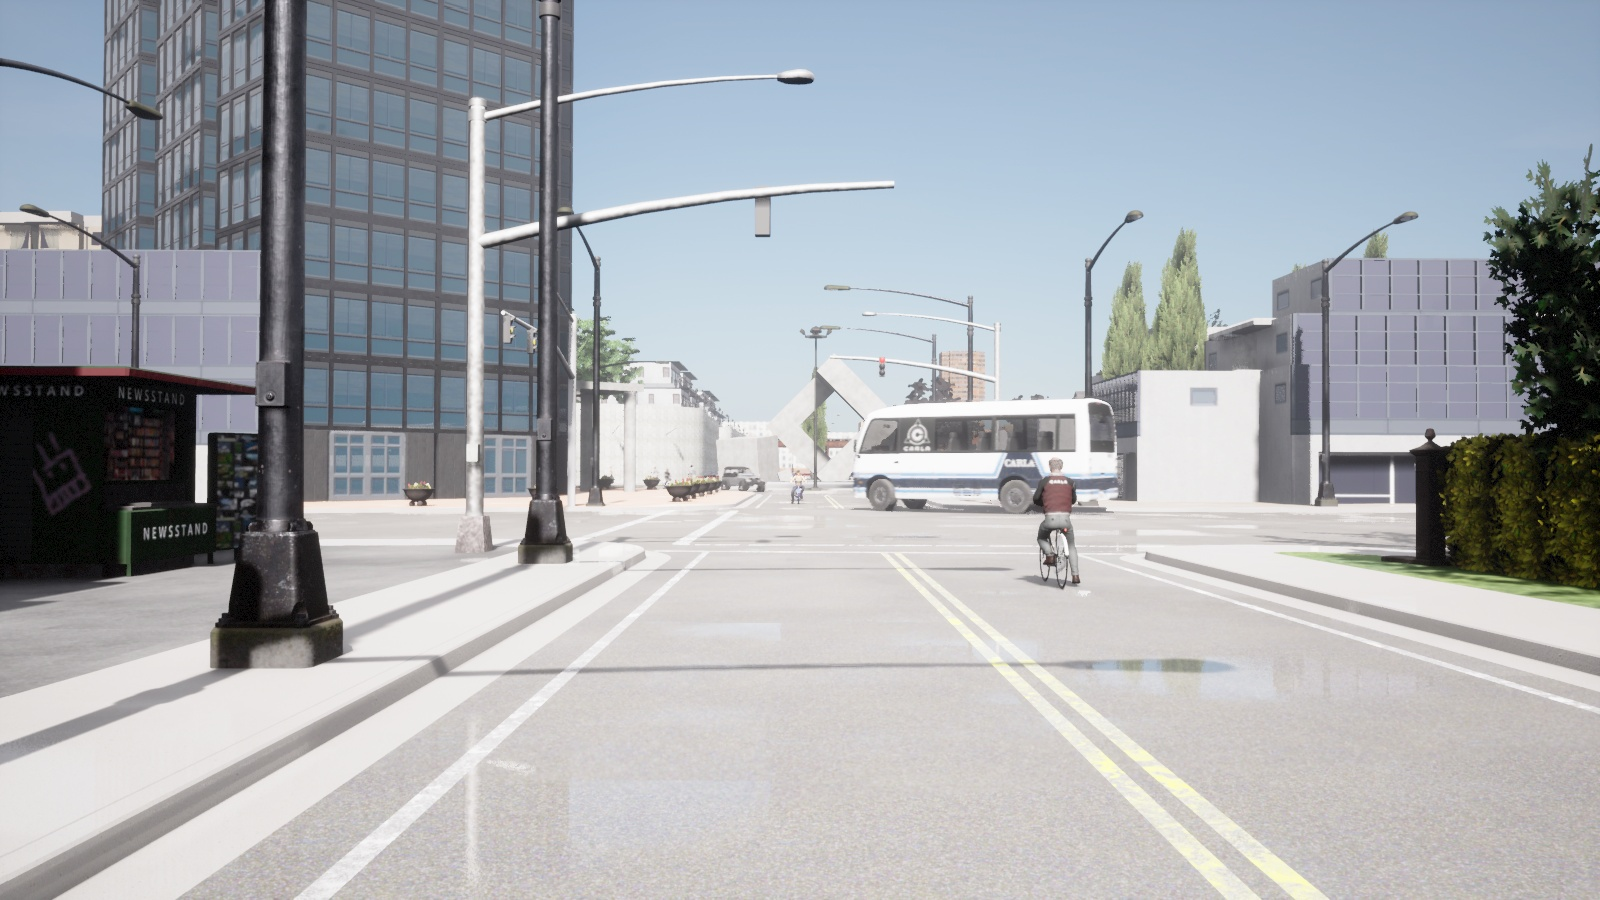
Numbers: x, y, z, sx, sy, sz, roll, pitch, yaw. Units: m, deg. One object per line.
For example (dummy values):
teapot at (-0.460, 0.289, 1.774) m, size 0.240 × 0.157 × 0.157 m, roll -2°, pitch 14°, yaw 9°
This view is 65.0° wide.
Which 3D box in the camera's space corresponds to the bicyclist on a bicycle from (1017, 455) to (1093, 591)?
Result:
bicyclist on a bicycle at (3.485, 0.961, 17.280) m, size 0.659 × 1.776 × 1.843 m, roll 0°, pitch -1°, yaw 0°

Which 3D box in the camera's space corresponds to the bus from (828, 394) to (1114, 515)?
bus at (6.504, 0.234, 48.836) m, size 10.273 × 4.253 × 3.944 m, roll -1°, pitch 0°, yaw 33°

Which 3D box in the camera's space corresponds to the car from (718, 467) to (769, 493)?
car at (-4.151, 2.163, 91.696) m, size 1.905 × 1.878 × 3.866 m, roll 1°, pitch -1°, yaw -35°
